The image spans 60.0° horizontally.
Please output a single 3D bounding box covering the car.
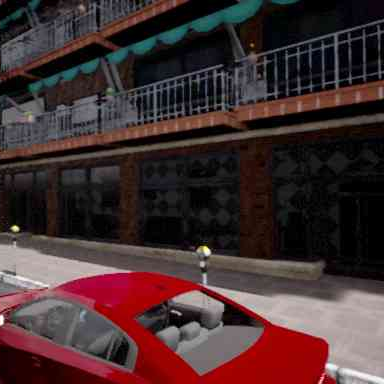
[{"bbox_3d":[-0.904,1.554,3.533,4.507,1.381,1.887,0,-1,36],"label":"car"}]
